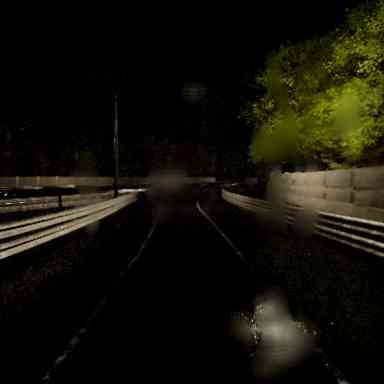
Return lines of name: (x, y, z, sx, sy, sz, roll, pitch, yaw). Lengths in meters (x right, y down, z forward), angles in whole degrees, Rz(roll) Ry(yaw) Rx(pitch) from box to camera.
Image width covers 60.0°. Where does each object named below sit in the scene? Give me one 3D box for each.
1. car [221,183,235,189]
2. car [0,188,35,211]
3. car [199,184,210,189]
car: (10.031, -1.507, 87.287, 2.033, 1.411, 5.357, 1, 2, 23)
car: (-15.678, 0.652, 27.206, 2.150, 2.045, 5.566, 1, 2, 23)
car: (3.425, -1.548, 89.647, 1.994, 1.385, 4.181, 1, 2, 23)
